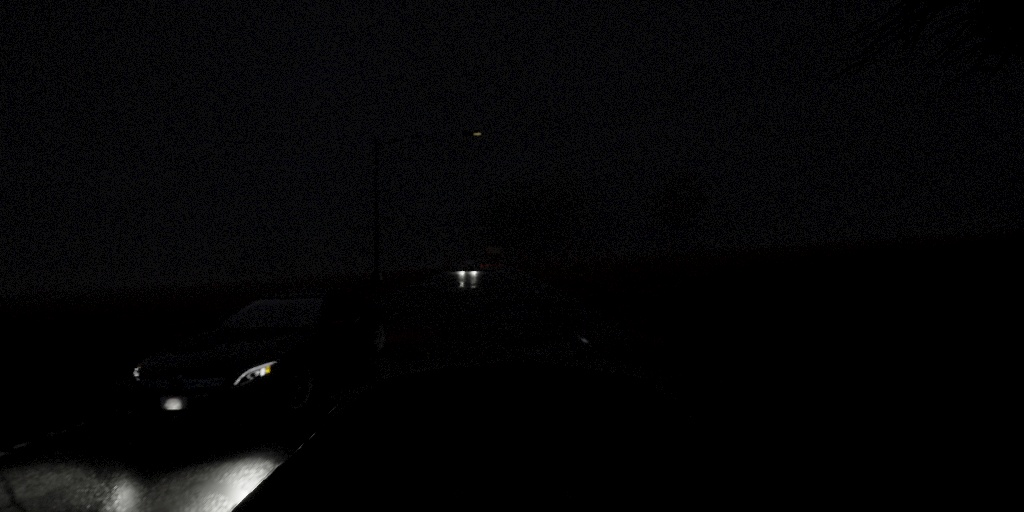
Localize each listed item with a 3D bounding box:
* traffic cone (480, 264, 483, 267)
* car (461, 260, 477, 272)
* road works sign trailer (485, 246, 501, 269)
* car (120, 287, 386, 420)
[{"bbox_3d":[-5.211,1.688,62.896,0.340,0.580,0.340,0,0,-7],"label":"traffic cone"},{"bbox_3d":[-5.612,1.252,47.049,1.812,1.442,4.674,0,0,-5],"label":"car"},{"bbox_3d":[-2.897,0.161,56.126,2.380,3.560,2.880,0,0,-7],"label":"road works sign trailer"},{"bbox_3d":[-3.632,1.314,6.159,1.812,1.442,4.674,0,0,0],"label":"car"}]
